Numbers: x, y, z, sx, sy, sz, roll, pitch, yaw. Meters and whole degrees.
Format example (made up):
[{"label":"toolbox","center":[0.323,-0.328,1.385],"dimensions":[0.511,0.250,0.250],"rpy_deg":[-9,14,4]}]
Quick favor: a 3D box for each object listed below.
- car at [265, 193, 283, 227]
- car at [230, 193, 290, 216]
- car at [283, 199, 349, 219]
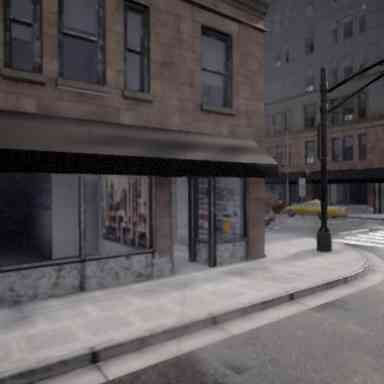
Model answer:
[{"label":"car","center":[2.610,1.088,19.985],"dimensions":[2.192,1.841,5.009],"rpy_deg":[-1,0,-35]},{"label":"car","center":[5.860,1.000,29.258],"dimensions":[2.192,1.841,5.009],"rpy_deg":[-1,0,-35]},{"label":"car","center":[9.056,1.216,24.771],"dimensions":[1.752,1.417,4.829],"rpy_deg":[-1,0,-35]}]
